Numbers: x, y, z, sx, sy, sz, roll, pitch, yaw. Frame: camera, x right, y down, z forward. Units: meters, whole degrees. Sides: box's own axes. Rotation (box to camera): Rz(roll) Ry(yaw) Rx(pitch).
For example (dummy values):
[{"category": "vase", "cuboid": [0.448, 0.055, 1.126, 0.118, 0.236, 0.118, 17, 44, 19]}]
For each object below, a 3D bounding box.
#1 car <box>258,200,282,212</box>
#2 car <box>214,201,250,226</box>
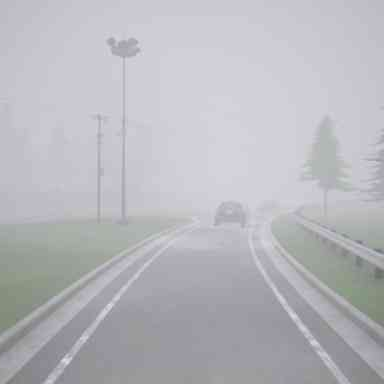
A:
[{"category": "car", "cuboid": [9.784, 1.678, 41.451, 2.033, 1.411, 5.357, 0, 0, 29]}, {"category": "car", "cuboid": [2.990, 1.420, 23.979, 2.097, 1.767, 4.553, 0, 0, 14]}]
